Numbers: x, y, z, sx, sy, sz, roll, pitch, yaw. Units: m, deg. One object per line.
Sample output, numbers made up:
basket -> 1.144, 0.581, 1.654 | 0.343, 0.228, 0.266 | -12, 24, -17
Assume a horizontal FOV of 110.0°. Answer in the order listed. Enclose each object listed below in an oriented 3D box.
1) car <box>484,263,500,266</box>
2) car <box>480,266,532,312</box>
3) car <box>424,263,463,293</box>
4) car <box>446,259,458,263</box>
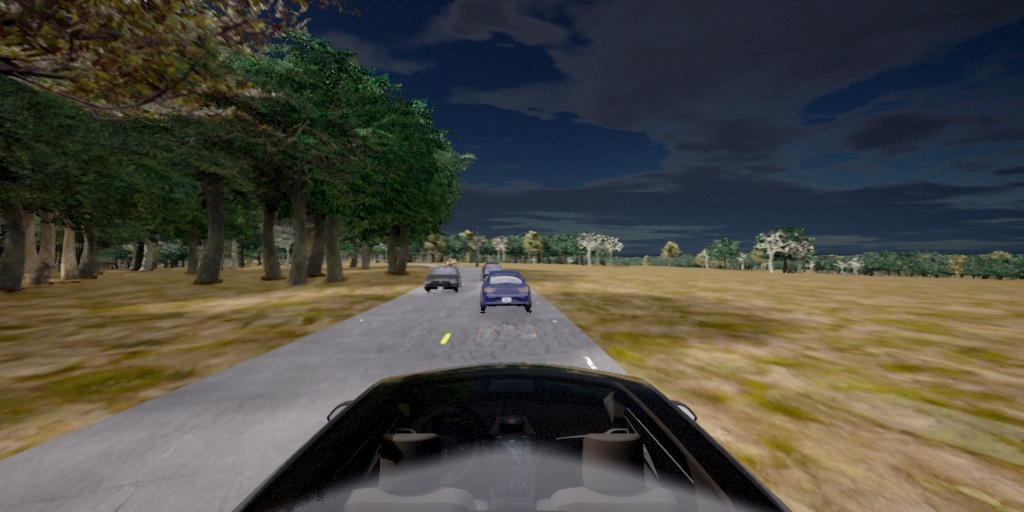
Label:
car -> -1.799, 1.330, 32.143 | 2.033, 1.411, 5.357 | 0, 0, -7
car -> -0.289, 1.279, 14.108 | 1.812, 1.442, 4.674 | 0, 0, -3
car -> -3.942, 1.307, 21.398 | 2.033, 1.411, 5.357 | 0, 0, -4
car -> -10.502, 1.266, 62.865 | 1.882, 1.535, 5.008 | 0, 0, -14
